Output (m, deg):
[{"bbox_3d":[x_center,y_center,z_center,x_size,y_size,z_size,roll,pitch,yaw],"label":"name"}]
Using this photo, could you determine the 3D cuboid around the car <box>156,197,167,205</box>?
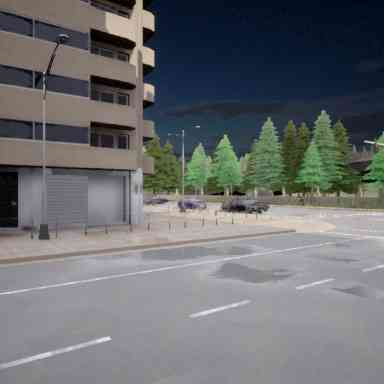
[{"bbox_3d":[-6.707,1.492,55.535,5.357,1.411,2.033,0,0,38],"label":"car"}]

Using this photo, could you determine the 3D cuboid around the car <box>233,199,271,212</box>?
[{"bbox_3d":[6.971,1.508,38.826,1.994,1.385,4.181,0,0,-35],"label":"car"}]

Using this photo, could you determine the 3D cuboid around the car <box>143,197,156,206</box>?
[{"bbox_3d":[-8.492,1.297,52.449,4.553,1.767,2.097,0,0,38],"label":"car"}]

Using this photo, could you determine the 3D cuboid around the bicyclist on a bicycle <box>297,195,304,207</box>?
[{"bbox_3d":[15.132,1.245,46.411,1.656,1.620,0.582,0,0,-35],"label":"bicyclist on a bicycle"}]

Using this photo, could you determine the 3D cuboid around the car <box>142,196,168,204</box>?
[{"bbox_3d":[-7.160,1.545,64.420,4.718,1.301,1.895,0,0,31],"label":"car"}]

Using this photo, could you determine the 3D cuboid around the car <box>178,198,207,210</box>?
[{"bbox_3d":[-0.054,1.470,42.740,1.812,1.442,4.674,0,0,-36],"label":"car"}]

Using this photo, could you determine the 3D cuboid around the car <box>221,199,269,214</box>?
[{"bbox_3d":[5.363,1.492,35.010,2.033,1.411,5.357,0,0,-37],"label":"car"}]
